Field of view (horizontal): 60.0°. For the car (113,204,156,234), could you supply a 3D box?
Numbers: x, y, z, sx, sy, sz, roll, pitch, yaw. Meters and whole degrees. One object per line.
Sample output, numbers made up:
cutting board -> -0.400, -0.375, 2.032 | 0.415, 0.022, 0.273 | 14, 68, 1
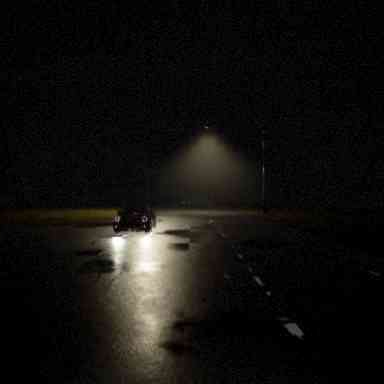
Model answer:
car -> -3.480, 1.569, 20.872 | 2.097, 1.767, 4.553 | 0, -1, 0
